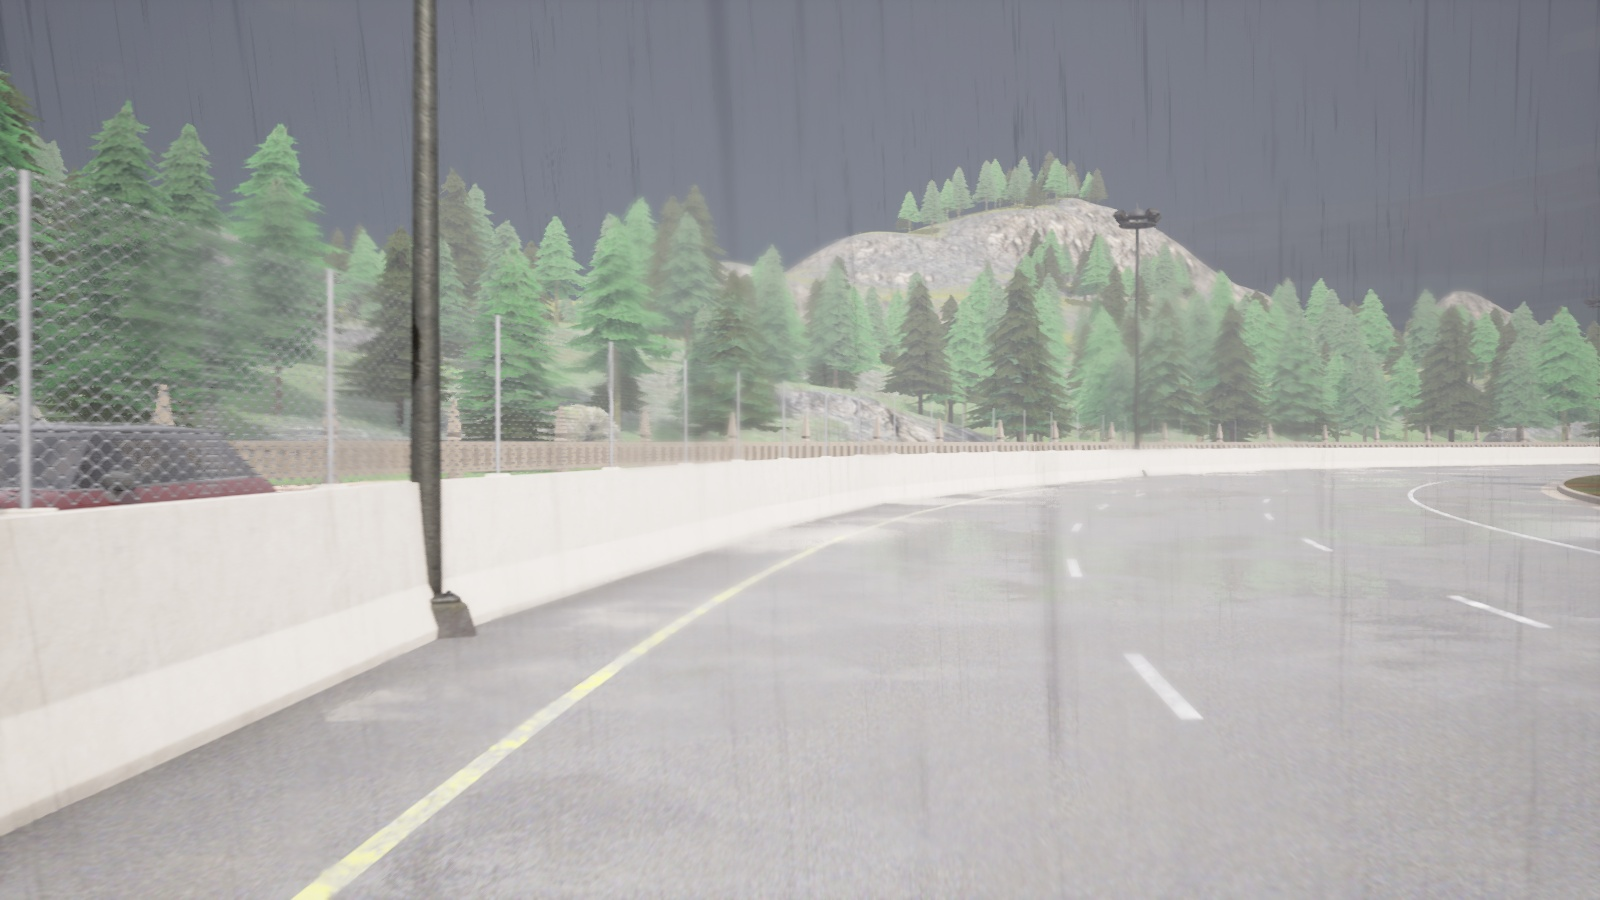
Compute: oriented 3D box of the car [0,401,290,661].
[{"bbox_3d":[-6.300,0.540,10.100,2.097,1.767,4.553,0,0,7],"label":"car"}]
